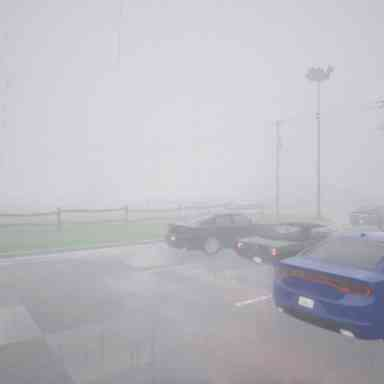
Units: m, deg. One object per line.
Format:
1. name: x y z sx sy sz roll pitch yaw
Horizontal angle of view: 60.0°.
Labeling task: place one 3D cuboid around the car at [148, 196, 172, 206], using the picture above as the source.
1. car: -6.045 1.440 57.363 2.097 1.767 4.553 0 0 -36

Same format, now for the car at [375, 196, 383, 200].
1. car: 47.738 1.493 80.576 2.150 2.045 5.566 0 0 -7

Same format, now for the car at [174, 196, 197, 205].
1. car: -1.225 1.587 62.693 1.882 1.535 5.008 0 0 -36

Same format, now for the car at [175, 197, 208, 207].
1. car: -0.146 1.652 49.259 1.994 1.385 4.181 0 0 -36

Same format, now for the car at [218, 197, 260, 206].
1. car: 5.745 1.614 41.193 1.812 1.442 4.674 0 0 -36

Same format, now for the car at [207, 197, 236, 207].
1. car: 4.763 1.615 54.416 1.837 1.490 4.892 0 0 -36

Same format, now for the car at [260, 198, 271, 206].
1. car: 7.772 1.700 44.348 1.895 1.301 4.718 0 0 -36

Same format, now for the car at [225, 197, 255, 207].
1. car: 7.972 1.613 55.969 2.128 1.511 4.902 0 0 -36

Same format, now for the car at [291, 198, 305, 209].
1. car: 13.490 1.647 48.407 1.812 1.442 4.674 0 0 -36

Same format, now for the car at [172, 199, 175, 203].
1. car: -4.380 1.700 61.066 1.895 1.301 4.718 0 0 -36

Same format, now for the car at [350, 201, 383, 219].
1. car: 11.988 1.562 21.384 4.902 1.511 2.128 0 0 -39

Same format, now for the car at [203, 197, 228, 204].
1. car: 4.708 1.679 66.507 2.033 1.411 5.357 0 0 -36

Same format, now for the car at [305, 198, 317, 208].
1. car: 16.757 1.637 49.856 1.837 1.490 4.892 0 0 -36

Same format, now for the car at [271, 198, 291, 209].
1. car: 10.719 1.602 46.249 2.128 1.511 4.902 0 0 -36

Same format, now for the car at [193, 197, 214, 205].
1. car: 2.164 1.685 64.020 1.994 1.385 4.181 0 0 -36

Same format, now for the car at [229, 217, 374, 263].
1. car: 3.651 1.629 10.658 4.718 1.301 1.895 0 0 -36

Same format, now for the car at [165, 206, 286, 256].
1. car: 1.333 1.504 13.302 5.008 1.535 1.882 0 0 -36

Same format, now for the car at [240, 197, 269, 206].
1. car: 10.873 1.624 57.946 2.128 1.511 4.902 0 0 -36

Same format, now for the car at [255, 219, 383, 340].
1. car: 3.715 1.498 6.398 5.008 1.535 1.882 0 0 -36

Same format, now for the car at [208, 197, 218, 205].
1. car: 1.677 1.604 52.704 1.837 1.490 4.892 0 0 -36
